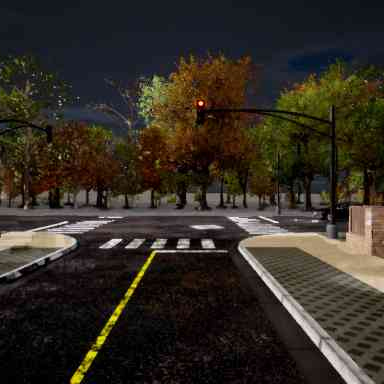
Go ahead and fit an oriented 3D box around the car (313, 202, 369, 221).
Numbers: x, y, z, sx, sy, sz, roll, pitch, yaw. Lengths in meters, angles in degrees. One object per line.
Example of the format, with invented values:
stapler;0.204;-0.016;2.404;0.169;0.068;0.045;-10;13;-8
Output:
car;12.148;1.556;26.402;4.892;1.490;1.837;0;0;0
